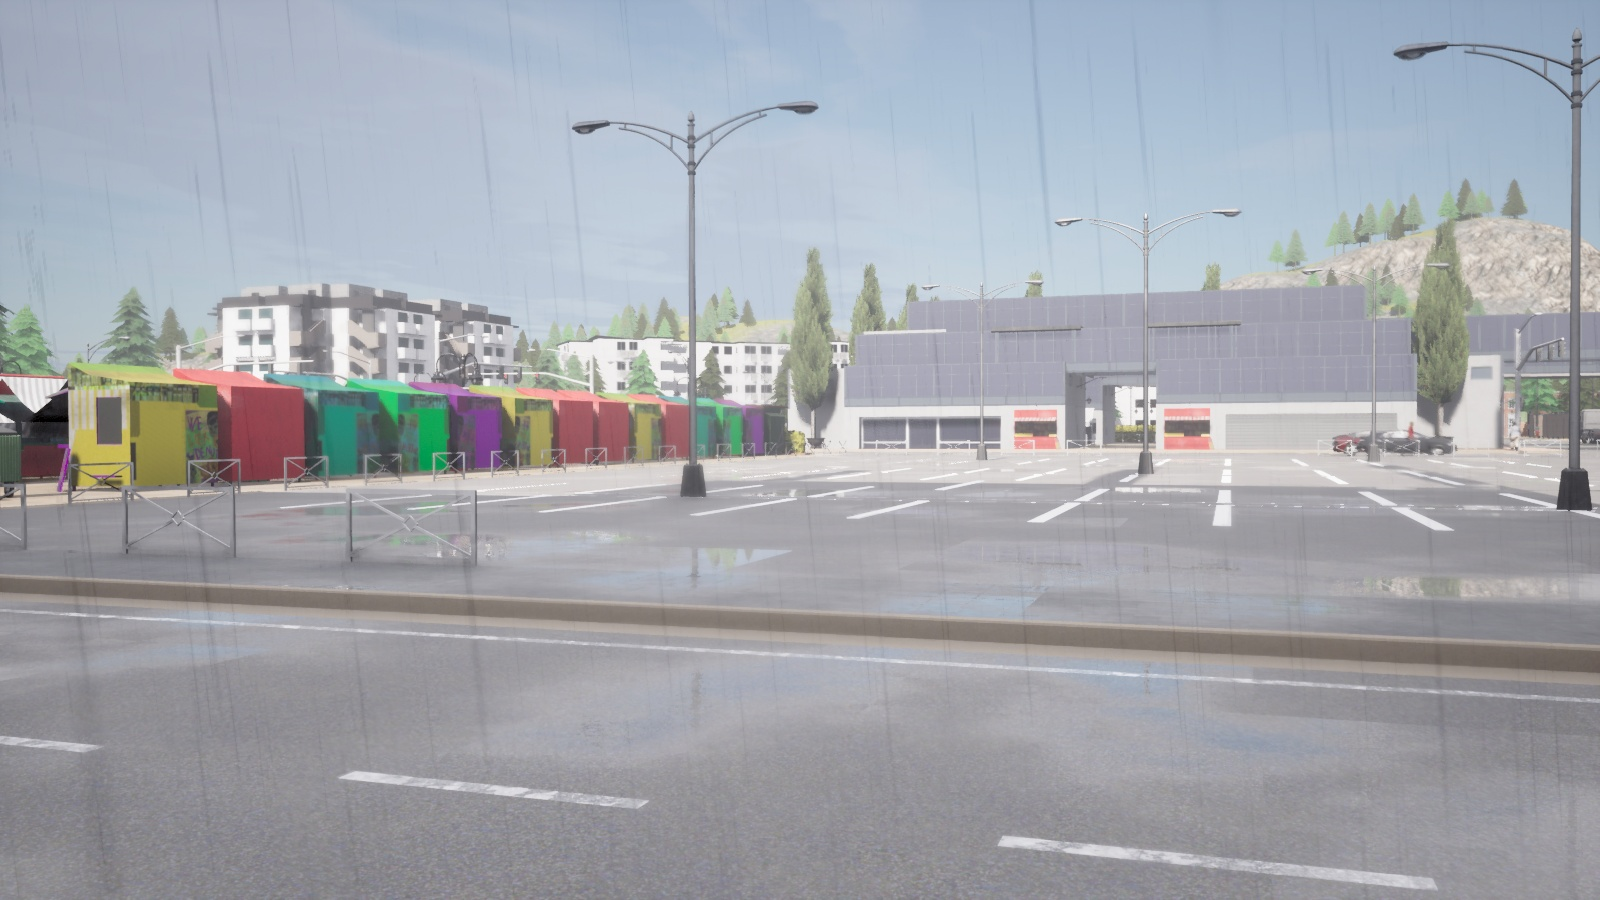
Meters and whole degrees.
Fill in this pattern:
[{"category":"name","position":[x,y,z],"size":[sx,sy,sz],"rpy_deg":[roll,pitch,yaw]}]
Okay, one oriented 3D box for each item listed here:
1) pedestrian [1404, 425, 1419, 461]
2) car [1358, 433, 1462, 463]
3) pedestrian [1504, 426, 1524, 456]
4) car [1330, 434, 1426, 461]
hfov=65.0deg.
[{"category":"pedestrian","position":[31.033,-0.363,63.711],"size":[0.636,1.846,0.331],"rpy_deg":[1,1,19]},{"category":"car","position":[33.007,-0.129,68.109],"size":[4.902,1.511,2.128],"rpy_deg":[1,1,20]},{"category":"pedestrian","position":[44.681,-0.550,78.588],"size":[0.874,1.855,0.900],"rpy_deg":[0,1,11]},{"category":"car","position":[32.991,-0.145,71.838],"size":[4.792,1.488,2.163],"rpy_deg":[1,1,20]}]
